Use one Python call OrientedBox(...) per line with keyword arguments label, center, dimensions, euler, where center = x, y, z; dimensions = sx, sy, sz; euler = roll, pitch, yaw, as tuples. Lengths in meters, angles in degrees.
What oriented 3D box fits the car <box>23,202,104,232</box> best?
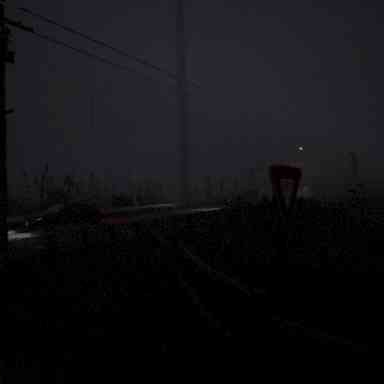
OrientedBox(label="car", center=(-7.325, 1.333, 19.361), dimensions=(1.812, 1.442, 4.674), euler=(0, 2, 37))
